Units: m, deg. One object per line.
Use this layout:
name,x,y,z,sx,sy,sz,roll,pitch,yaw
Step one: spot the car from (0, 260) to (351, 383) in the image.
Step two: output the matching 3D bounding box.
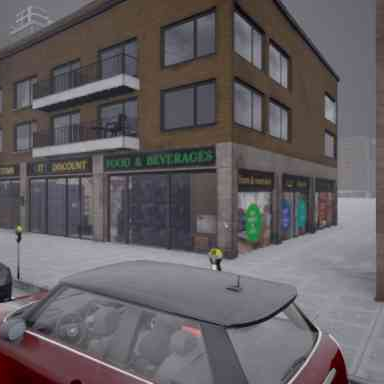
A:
car,-0.707,1.440,3.309,4.097,1.590,1.967,0,0,35
